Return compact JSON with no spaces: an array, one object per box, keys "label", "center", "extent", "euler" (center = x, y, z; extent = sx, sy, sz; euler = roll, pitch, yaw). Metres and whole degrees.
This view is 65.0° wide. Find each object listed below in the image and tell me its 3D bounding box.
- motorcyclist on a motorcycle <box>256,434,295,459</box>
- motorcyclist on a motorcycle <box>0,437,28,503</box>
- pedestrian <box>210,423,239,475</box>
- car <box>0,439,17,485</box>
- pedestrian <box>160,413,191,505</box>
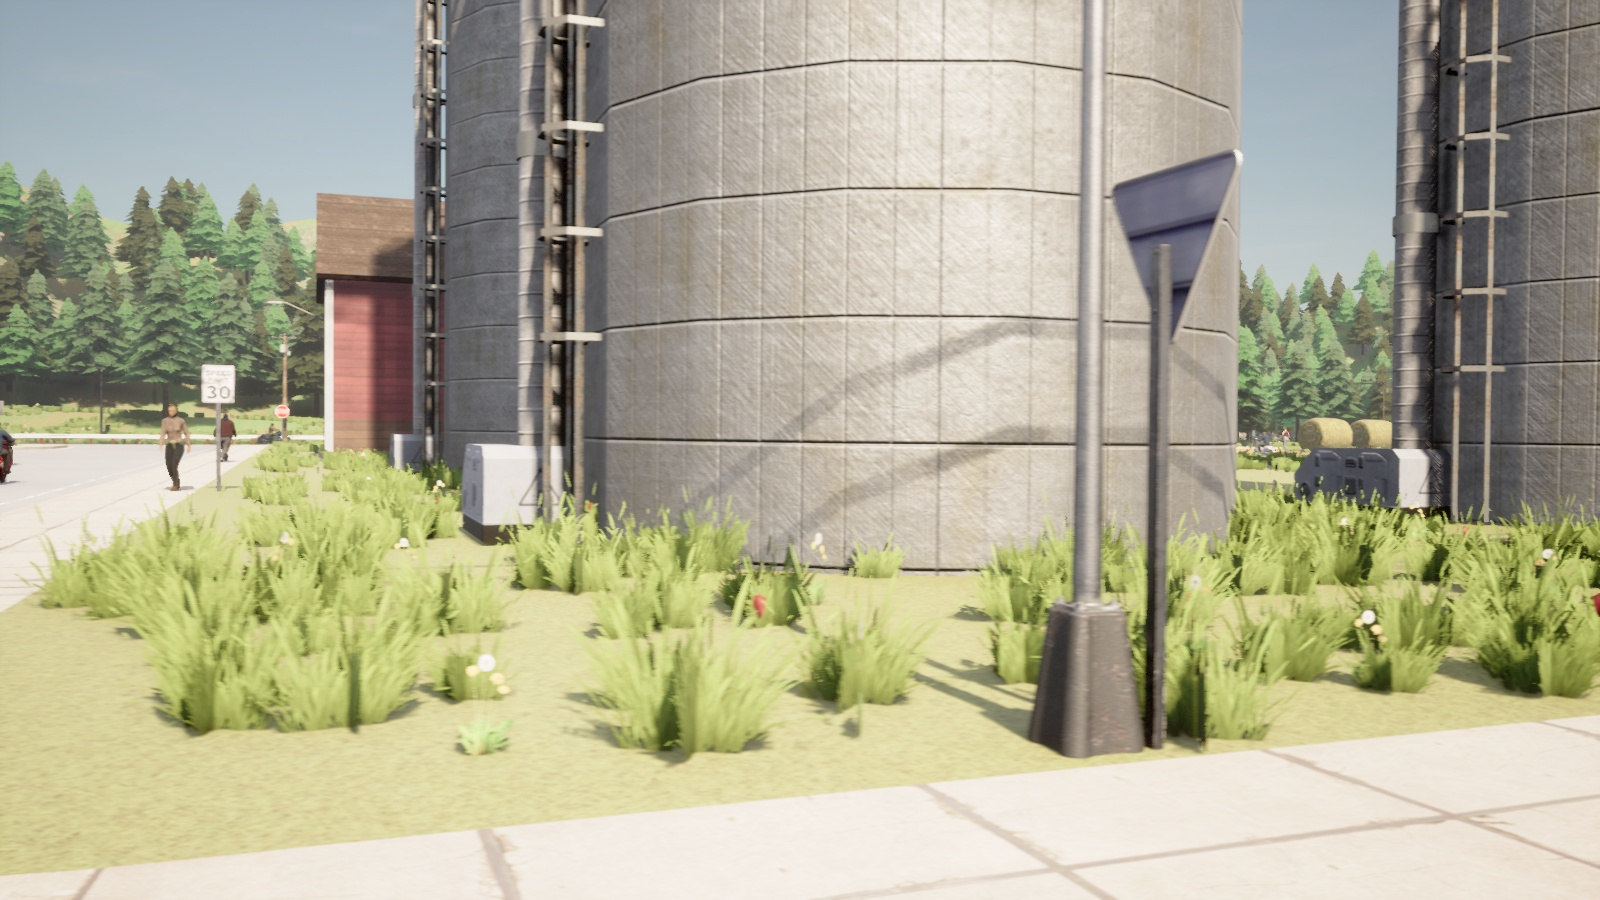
[{"label":"motorcyclist on a motorcycle","center":[-35.810,-0.257,85.777],"extent":[2.350,1.649,0.766],"euler":[-1,3,-44]},{"label":"motorcyclist on a motorcycle","center":[-19.622,0.474,30.758],"extent":[0.866,1.590,1.817],"euler":[-1,1,-22]},{"label":"pedestrian","center":[-20.569,-0.051,44.892],"extent":[0.634,1.844,0.899],"euler":[-1,1,-6]},{"label":"car","center":[-27.907,0.409,42.135],"extent":[1.882,1.535,5.008],"euler":[-1,1,-22]},{"label":"pedestrian","center":[-12.669,0.179,25.472],"extent":[0.331,1.846,0.634],"euler":[-1,1,-7]}]
